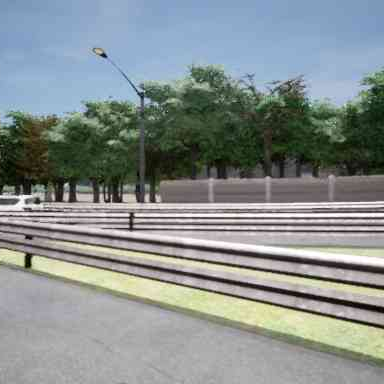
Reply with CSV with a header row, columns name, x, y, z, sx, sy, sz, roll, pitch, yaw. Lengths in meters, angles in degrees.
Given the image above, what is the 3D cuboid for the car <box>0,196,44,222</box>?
name,x,y,z,sx,sy,sz,roll,pitch,yaw
car,-12.915,1.276,22.768,5.566,2.045,2.150,0,0,12
